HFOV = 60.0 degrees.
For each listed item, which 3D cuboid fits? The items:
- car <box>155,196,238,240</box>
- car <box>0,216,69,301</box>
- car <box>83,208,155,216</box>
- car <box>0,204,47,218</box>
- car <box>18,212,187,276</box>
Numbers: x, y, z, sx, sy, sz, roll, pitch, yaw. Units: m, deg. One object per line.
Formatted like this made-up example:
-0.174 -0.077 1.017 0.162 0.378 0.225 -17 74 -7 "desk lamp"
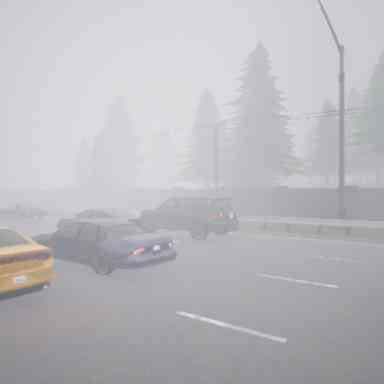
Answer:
-0.337 1.219 17.102 5.566 2.045 2.150 0 0 36 "car"
-5.222 1.474 7.676 5.008 1.535 1.882 0 0 36 "car"
-4.343 1.473 15.665 5.008 1.535 1.882 0 0 36 "car"
-13.750 1.591 26.675 4.718 1.301 1.895 0 0 36 "car"
-2.983 1.544 10.378 5.357 1.411 2.033 0 0 36 "car"
